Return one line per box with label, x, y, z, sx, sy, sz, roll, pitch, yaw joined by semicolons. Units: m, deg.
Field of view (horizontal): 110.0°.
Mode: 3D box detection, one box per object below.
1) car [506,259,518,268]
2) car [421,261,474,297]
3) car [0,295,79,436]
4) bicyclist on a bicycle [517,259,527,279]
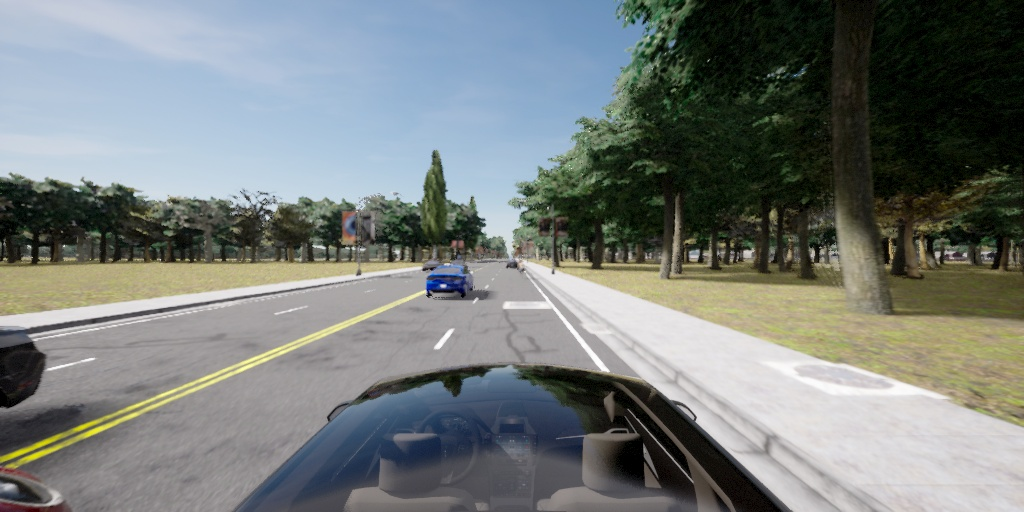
car;0.026;1.283;59.060;1.812;1.442;4.674;0;0;1
car;-3.150;1.228;18.881;1.882;1.535;5.008;0;0;0
car;-6.599;1.254;2.252;1.837;1.490;4.892;0;0;0
bicyclist on a bicycle;0.876;1.189;31.267;0.866;1.612;1.509;0;0;0
